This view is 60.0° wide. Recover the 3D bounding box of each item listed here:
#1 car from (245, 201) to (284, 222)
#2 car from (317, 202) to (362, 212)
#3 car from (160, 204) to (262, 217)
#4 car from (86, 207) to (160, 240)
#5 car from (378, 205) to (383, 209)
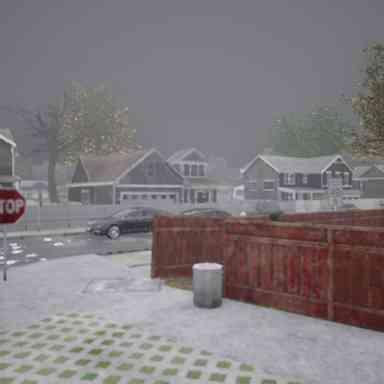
[{"bbox_3d":[4.312,1.465,22.947,4.553,1.767,2.097,0,0,-35],"label":"car"},{"bbox_3d":[12.682,1.674,28.655,4.892,1.490,1.837,0,0,-33],"label":"car"},{"bbox_3d":[1.083,1.577,17.225,4.892,1.490,1.837,0,-1,-35],"label":"car"},{"bbox_3d":[-3.093,1.568,17.578,4.892,1.490,1.837,0,0,-37],"label":"car"},{"bbox_3d":[21.085,1.574,34.008,4.553,1.767,2.097,0,0,-31],"label":"car"}]
